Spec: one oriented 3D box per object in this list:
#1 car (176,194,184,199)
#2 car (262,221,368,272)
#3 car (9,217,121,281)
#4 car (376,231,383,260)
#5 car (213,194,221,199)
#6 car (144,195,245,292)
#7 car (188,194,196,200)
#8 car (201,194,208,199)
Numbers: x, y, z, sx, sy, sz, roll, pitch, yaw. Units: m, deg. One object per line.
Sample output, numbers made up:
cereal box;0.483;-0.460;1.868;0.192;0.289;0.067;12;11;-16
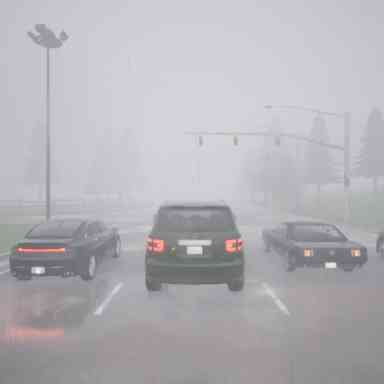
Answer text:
car;-3.452;1.322;93.454;2.033;1.411;5.357;0;0;0
car;3.585;1.595;10.760;1.895;1.301;4.718;0;0;0
car;-3.422;1.499;9.844;1.837;1.490;4.892;0;0;0
car;7.076;1.486;9.213;2.128;1.511;4.902;0;0;0
car;7.048;1.334;93.449;1.994;1.385;4.181;0;0;0
car;0.074;1.217;9.094;2.150;2.045;5.566;0;0;0
car;0.048;1.307;93.452;2.128;1.511;4.902;0;0;0
car;3.548;1.260;93.450;1.882;1.535;5.008;0;0;0
